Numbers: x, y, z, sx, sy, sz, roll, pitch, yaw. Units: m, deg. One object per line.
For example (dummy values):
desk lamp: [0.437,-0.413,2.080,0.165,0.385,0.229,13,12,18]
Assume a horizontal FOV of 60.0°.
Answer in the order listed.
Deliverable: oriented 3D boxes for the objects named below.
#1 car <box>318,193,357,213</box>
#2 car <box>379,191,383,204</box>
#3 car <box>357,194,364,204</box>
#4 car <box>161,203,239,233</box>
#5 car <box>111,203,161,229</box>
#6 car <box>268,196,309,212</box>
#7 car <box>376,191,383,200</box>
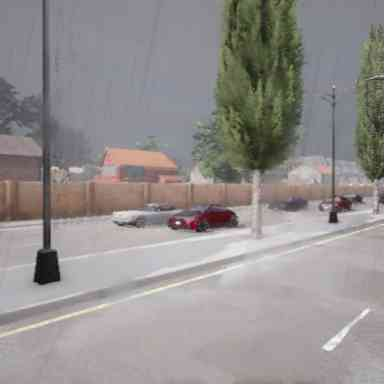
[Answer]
car: [13.676,1.110,31.560,1.812,1.442,4.674,1,1,44]
car: [26.623,0.971,45.065,1.994,1.385,4.181,1,1,44]
car: [21.599,0.935,44.889,1.812,1.442,4.674,1,1,44]
car: [0.679,1.329,17.937,1.994,1.385,4.181,1,1,44]
car: [-2.392,1.343,19.791,1.895,1.301,4.718,1,1,44]
car: [9.456,1.125,32.200,2.033,1.411,5.357,1,1,44]
car: [33.494,0.573,57.239,2.033,1.411,5.357,1,1,44]
